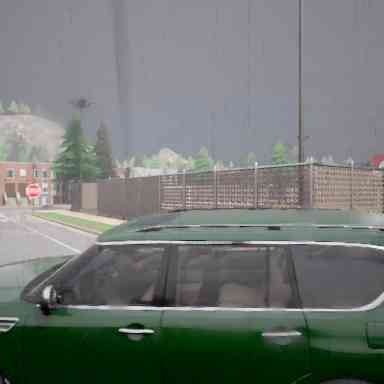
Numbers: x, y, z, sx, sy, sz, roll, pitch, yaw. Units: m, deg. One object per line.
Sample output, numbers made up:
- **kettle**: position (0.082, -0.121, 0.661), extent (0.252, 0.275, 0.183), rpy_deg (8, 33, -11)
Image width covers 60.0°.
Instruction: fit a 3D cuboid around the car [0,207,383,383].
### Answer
- **car**: position (-0.170, 1.259, 3.702), extent (5.566, 2.045, 2.150), rpy_deg (-1, 4, 9)
